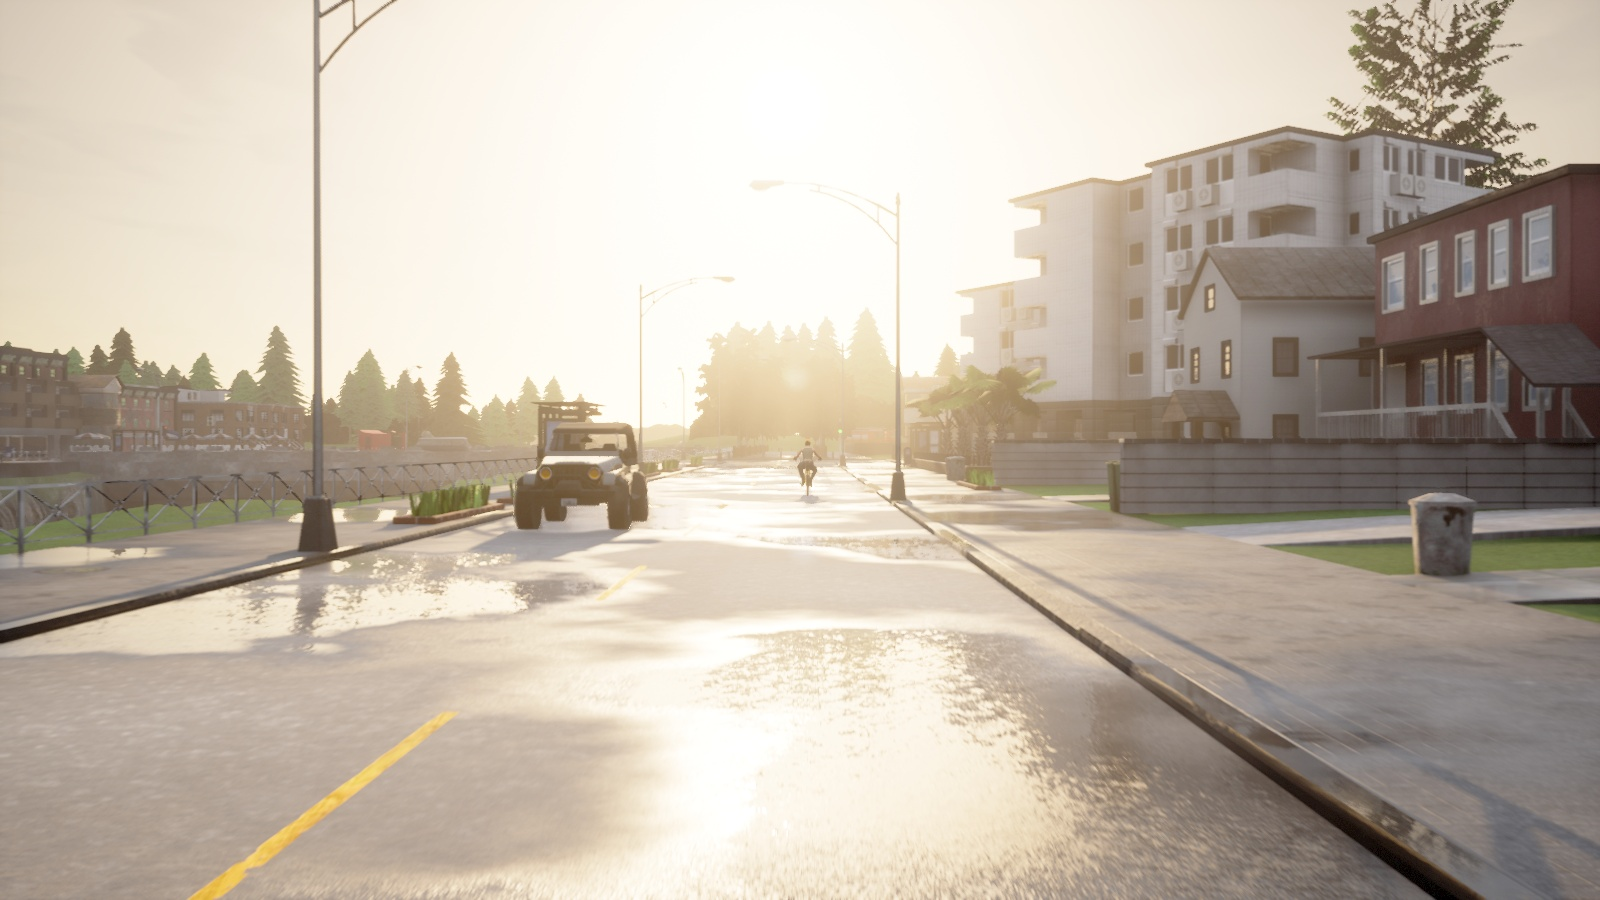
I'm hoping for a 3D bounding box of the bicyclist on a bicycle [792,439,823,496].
[{"bbox_3d":[0.221,0.480,36.110,0.866,1.612,1.509,0,0,0],"label":"bicyclist on a bicycle"}]

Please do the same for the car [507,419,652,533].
[{"bbox_3d":[-3.856,0.412,22.585,1.905,1.878,3.866,0,0,0],"label":"car"}]
